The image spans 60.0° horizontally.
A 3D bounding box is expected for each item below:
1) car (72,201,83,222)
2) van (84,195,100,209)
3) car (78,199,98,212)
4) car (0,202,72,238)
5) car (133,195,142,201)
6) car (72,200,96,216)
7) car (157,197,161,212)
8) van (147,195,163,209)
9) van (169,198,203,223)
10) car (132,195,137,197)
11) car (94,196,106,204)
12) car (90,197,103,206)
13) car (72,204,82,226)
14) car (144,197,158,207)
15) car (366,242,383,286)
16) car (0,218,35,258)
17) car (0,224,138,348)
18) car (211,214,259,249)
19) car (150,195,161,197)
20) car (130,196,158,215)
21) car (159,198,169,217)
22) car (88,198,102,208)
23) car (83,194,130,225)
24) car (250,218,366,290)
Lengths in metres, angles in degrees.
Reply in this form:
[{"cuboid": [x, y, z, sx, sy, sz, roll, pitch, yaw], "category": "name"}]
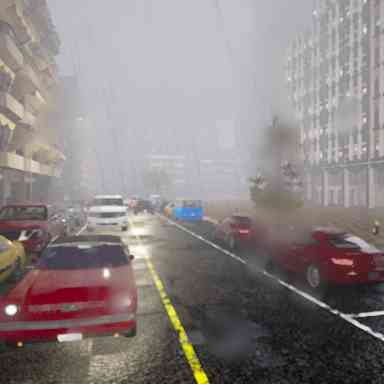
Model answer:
[{"cuboid": [-8.535, 1.546, 23.218, 2.008, 1.369, 4.403, 0, 0, -13], "category": "car"}, {"cuboid": [-13.415, 1.344, 44.779, 1.690, 1.788, 3.998, 0, 0, -13], "category": "van"}, {"cuboid": [-12.194, 1.545, 39.388, 1.887, 1.381, 4.507, 0, 0, -13], "category": "car"}, {"cuboid": [-6.097, 1.311, 12.436, 2.192, 1.841, 5.009, 0, 0, -13], "category": "car"}, {"cuboid": [-13.778, 1.582, 84.360, 1.887, 1.381, 4.507, 0, 0, -13], "category": "car"}, {"cuboid": [-10.974, 1.563, 33.997, 1.947, 1.339, 4.313, 0, 0, -13], "category": "car"}, {"cuboid": [-2.801, 1.561, 35.847, 1.947, 1.339, 4.313, 0, 0, -13], "category": "car"}, {"cuboid": [-5.242, 1.341, 46.628, 1.690, 1.788, 3.998, 0, 0, -13], "category": "van"}, {"cuboid": [-0.362, 1.334, 25.066, 1.690, 1.788, 3.998, 0, 0, -13], "category": "van"}, {"cuboid": [-7.201, 1.352, 43.486, 2.097, 1.767, 4.553, 0, 0, -13], "category": "car"}, {"cuboid": [-18.292, 1.586, 66.339, 1.947, 1.339, 4.313, 0, 0, -13], "category": "car"}, {"cuboid": [-15.853, 1.593, 55.558, 1.802, 1.307, 4.206, 0, 0, -13], "category": "car"}, {"cuboid": [-7.315, 1.546, 17.827, 2.008, 1.369, 4.403, 0, 0, -13], "category": "car"}, {"cuboid": [-6.498, 1.530, 52.183, 1.752, 1.417, 4.829, 0, 0, -13], "category": "car"}, {"cuboid": [4.480, 1.523, 3.670, 1.752, 1.417, 4.829, 0, 0, -13], "category": "car"}, {"cuboid": [-4.839, 1.523, 6.881, 1.752, 1.417, 4.829, 0, 0, -13], "category": "car"}, {"cuboid": [-2.090, 1.598, 6.522, 1.895, 1.301, 4.718, 0, 0, -13], "category": "car"}, {"cuboid": [2.078, 1.576, 14.285, 1.802, 1.307, 4.206, 0, 0, -13], "category": "car"}, {"cuboid": [-4.021, 1.437, 41.237, 1.967, 1.590, 4.097, 0, 0, -13], "category": "car"}, {"cuboid": [-4.888, 1.500, 33.327, 1.837, 1.490, 4.892, 0, 0, -13], "category": "car"}, {"cuboid": [-1.618, 1.519, 30.621, 1.752, 1.417, 4.829, 0, 0, -13], "category": "car"}, {"cuboid": [-14.633, 1.589, 50.168, 1.802, 1.307, 4.206, 0, 0, -13], "category": "car"}, {"cuboid": [-5.128, 1.216, 20.365, 2.150, 2.045, 5.566, 0, 0, -13], "category": "car"}, {"cuboid": [3.298, 1.577, 8.896, 1.802, 1.307, 4.206, 0, 0, -13], "category": "car"}]
